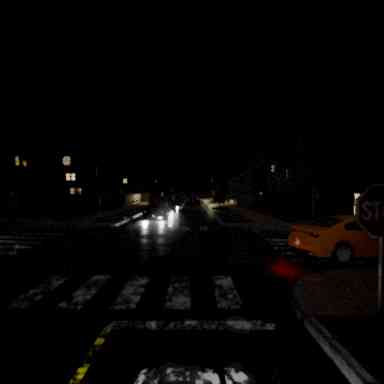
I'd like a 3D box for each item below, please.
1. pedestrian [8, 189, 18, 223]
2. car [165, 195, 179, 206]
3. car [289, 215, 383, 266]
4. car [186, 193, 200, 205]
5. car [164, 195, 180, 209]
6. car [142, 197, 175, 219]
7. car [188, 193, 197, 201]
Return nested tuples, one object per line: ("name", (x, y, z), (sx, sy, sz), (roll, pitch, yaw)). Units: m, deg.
("pedestrian", (-9.656, 0.748, 17.928), (0.375, 1.860, 0.375), (0, 1, 1))
("car", (-2.768, 1.204, 47.271), (1.812, 1.442, 4.674), (0, 0, 0))
("car", (5.962, 1.582, 11.893), (5.008, 1.535, 1.882), (1, 0, -16))
("car", (0.172, 1.223, 49.837), (1.994, 1.385, 4.181), (0, 0, 0))
("car", (-2.791, 1.242, 37.190), (2.128, 1.511, 4.902), (0, 0, 0))
("car", (-2.817, 1.366, 27.205), (2.033, 1.411, 5.357), (0, 0, 0))
("car", (0.099, 1.011, 67.106), (1.882, 1.535, 5.008), (0, 0, 0))
